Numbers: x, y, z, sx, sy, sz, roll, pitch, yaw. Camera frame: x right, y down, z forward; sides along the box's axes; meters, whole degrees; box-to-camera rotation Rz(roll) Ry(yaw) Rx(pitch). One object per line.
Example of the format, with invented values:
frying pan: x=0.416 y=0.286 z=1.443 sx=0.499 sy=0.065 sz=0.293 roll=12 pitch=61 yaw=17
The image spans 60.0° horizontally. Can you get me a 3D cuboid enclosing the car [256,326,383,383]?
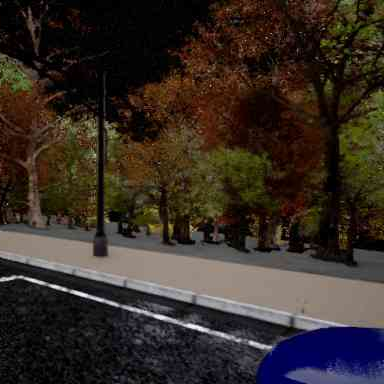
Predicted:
car: x=2.614 y=1.526 z=1.822 sx=4.674 sy=1.442 sz=1.812 roll=0 pitch=0 yaw=35
